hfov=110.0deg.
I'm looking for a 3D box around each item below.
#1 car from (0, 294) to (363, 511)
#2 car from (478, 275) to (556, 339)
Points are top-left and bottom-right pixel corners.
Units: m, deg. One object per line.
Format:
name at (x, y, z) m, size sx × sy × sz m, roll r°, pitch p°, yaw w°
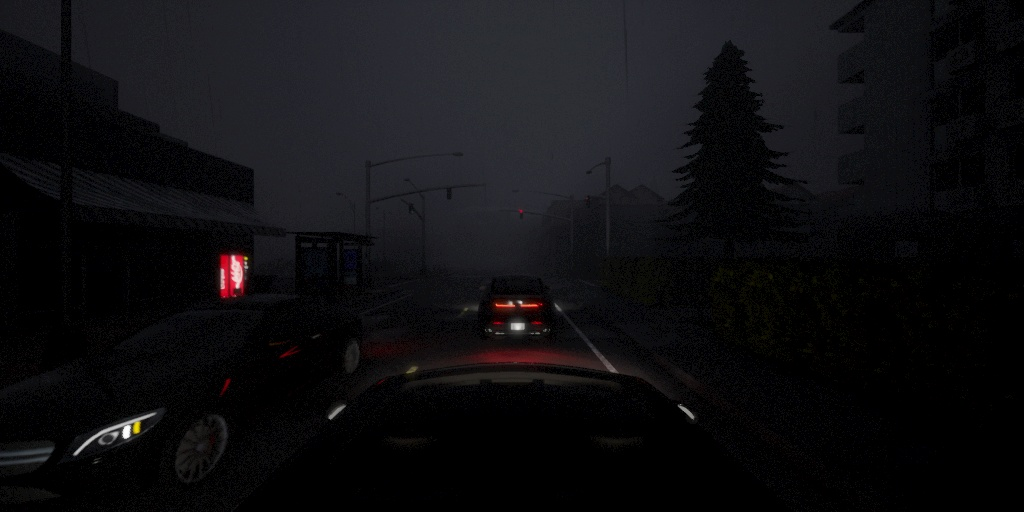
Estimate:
car at (-3.557, 1.276, 4.666) m, size 1.812 × 1.442 × 4.674 m, roll 0°, pitch 0°, yaw 1°
car at (0.117, 1.255, 10.062) m, size 1.837 × 1.490 × 4.892 m, roll 0°, pitch 0°, yaw 0°
